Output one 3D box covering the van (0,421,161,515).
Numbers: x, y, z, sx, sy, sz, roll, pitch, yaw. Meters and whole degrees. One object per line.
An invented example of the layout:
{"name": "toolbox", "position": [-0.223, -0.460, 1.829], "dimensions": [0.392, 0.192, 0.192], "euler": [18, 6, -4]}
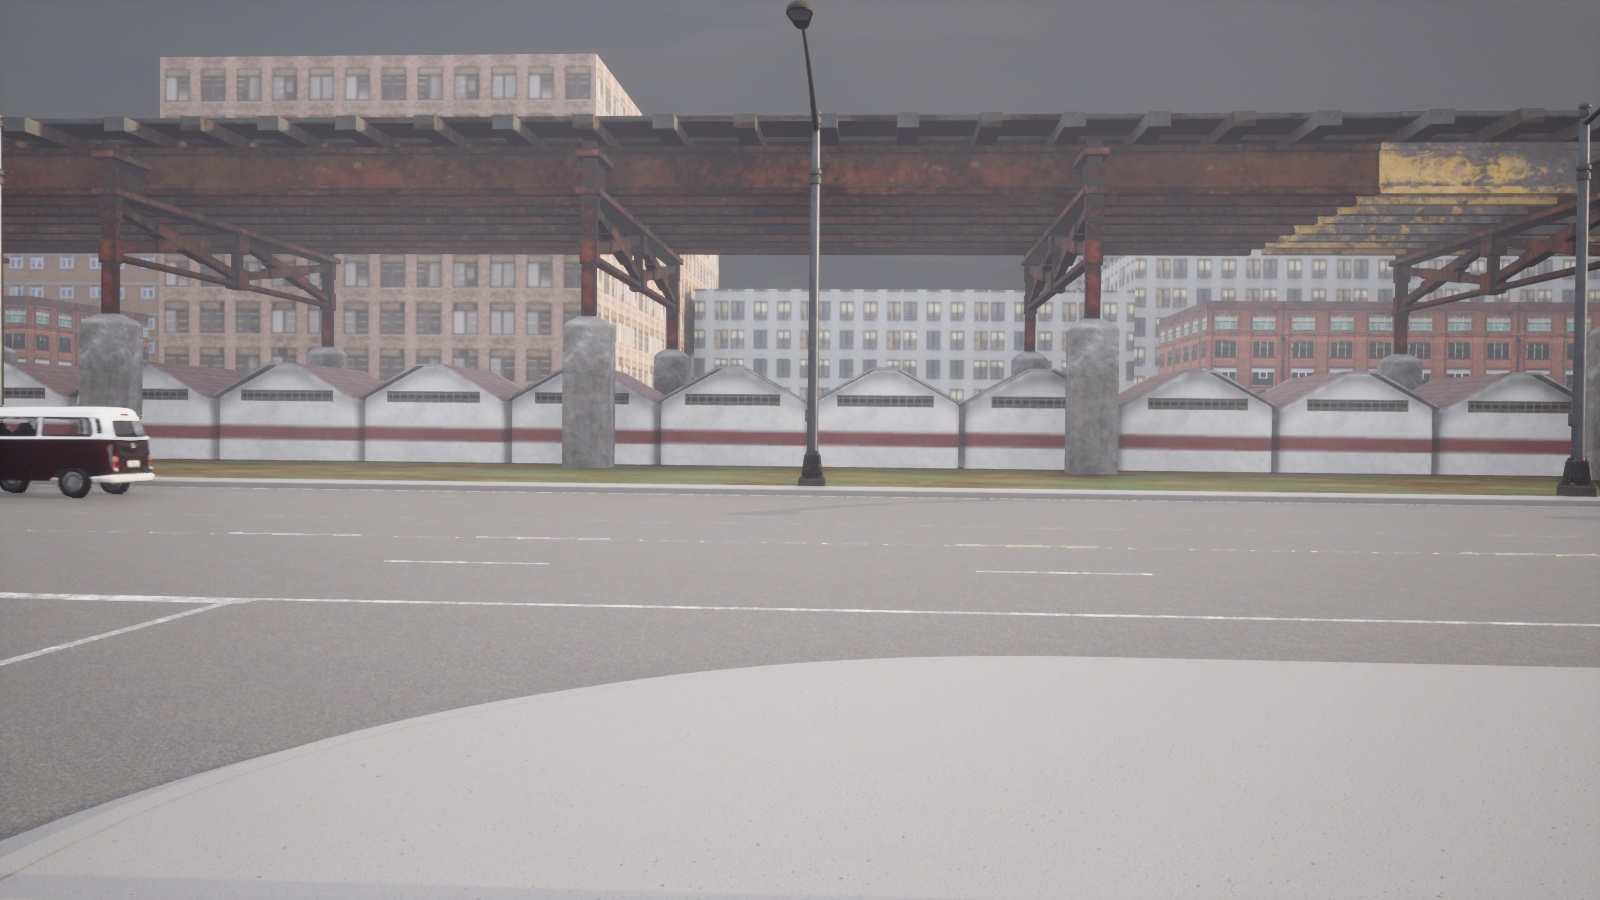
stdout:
{"name": "van", "position": [-17.314, 0.396, 28.583], "dimensions": [4.480, 2.038, 2.069], "euler": [-1, 1, 4]}
